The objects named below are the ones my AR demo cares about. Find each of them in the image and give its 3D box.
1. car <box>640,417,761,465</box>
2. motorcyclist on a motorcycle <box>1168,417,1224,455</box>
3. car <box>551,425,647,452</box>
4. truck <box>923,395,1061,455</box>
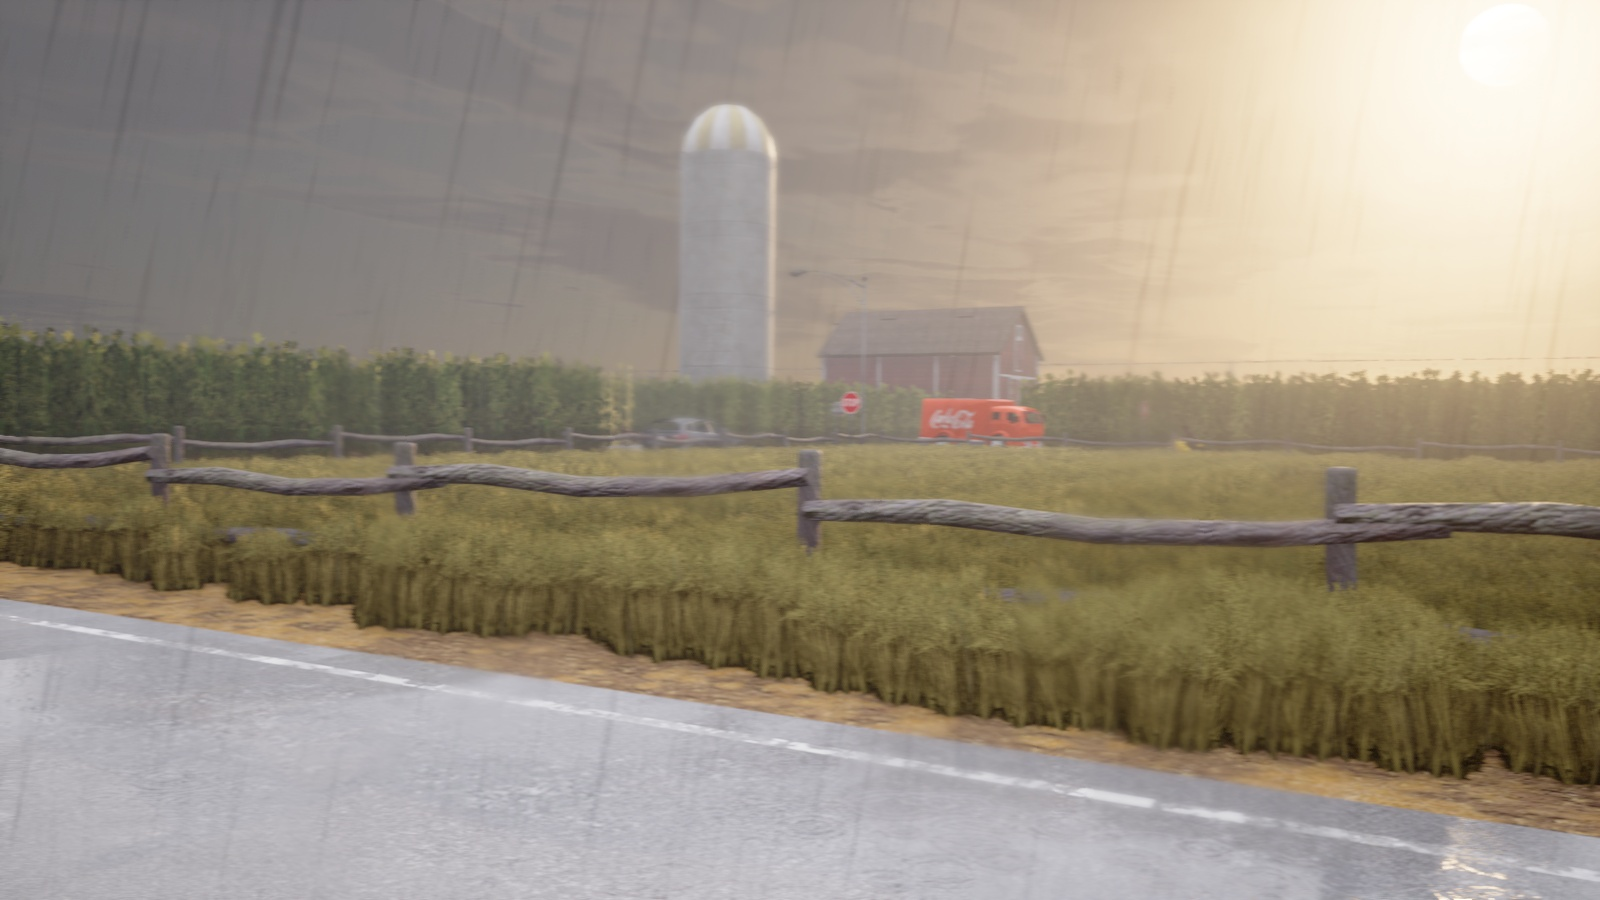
[{"bbox_3d":[-3.640,-0.372,46.988,2.242,1.667,4.611,0,2,30],"label":"car"},{"bbox_3d":[16.241,-0.578,51.508,2.044,1.523,0.797,1,2,31],"label":"motorcyclist on a motorcycle"},{"bbox_3d":[-10.213,-0.586,63.733,4.718,1.301,1.895,0,1,31],"label":"car"},{"bbox_3d":[8.160,-1.106,53.710,5.204,2.467,2.627,2,3,43],"label":"truck"}]
